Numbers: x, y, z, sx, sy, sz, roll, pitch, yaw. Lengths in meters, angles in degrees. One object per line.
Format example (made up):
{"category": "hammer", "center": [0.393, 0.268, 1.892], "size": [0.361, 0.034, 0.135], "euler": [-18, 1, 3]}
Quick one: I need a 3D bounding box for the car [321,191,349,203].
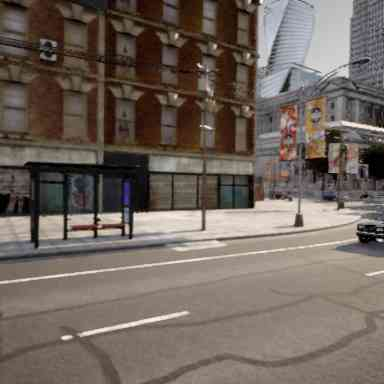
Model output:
{"category": "car", "center": [21.940, 0.681, 51.150], "size": [2.097, 1.767, 4.553], "euler": [1, 1, -14]}

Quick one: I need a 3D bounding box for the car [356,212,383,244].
{"category": "car", "center": [8.621, 1.458, 13.682], "size": [4.718, 1.301, 1.895], "euler": [0, 2, -40]}

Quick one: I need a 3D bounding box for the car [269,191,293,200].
{"category": "car", "center": [15.669, 0.607, 58.596], "size": [1.837, 1.490, 4.892], "euler": [0, 1, -26]}
